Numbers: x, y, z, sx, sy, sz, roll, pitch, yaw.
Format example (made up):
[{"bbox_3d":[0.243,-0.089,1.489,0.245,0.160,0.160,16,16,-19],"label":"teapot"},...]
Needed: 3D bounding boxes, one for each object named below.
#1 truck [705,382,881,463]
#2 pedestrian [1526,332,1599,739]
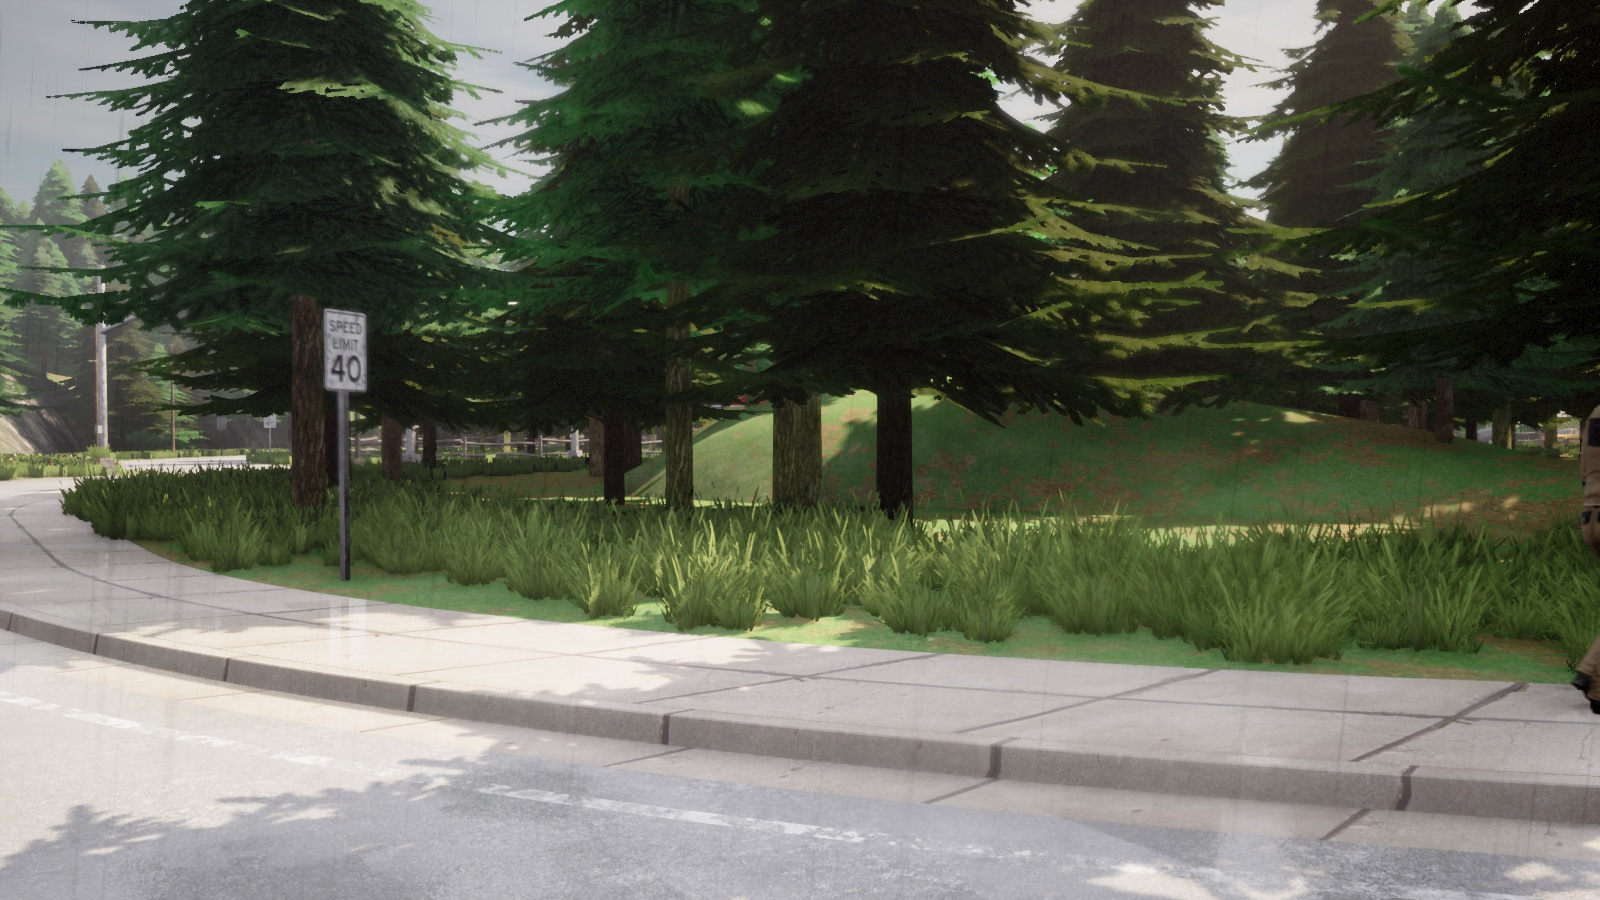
[{"bbox_3d":[-0.283,-1.346,62.891,8.468,3.827,2.891,0,1,-31],"label":"truck"},{"bbox_3d":[4.019,0.405,6.136,0.692,1.930,0.396,0,1,5],"label":"pedestrian"}]
